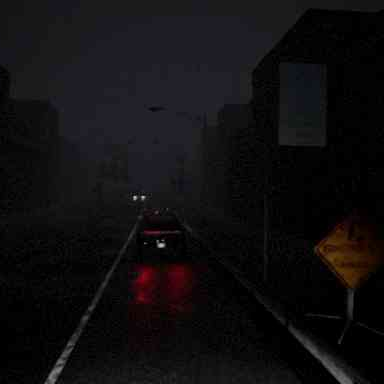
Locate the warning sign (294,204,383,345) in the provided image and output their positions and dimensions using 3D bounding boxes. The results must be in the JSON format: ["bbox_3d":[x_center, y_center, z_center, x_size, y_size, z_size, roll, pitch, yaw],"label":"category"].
[{"bbox_3d":[2.449,1.160,5.091,1.300,1.860,1.060,2,1,-7],"label":"warning sign"}]

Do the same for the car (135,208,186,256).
[{"bbox_3d":[-1.310,1.637,13.803,2.128,1.511,4.902,0,0,-6],"label":"car"}]

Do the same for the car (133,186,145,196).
[{"bbox_3d":[-10.293,-0.202,64.816,2.097,1.767,4.553,0,3,-6],"label":"car"}]

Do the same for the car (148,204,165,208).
[{"bbox_3d":[-2.936,1.726,27.658,2.033,1.411,5.357,0,1,-6],"label":"car"}]
